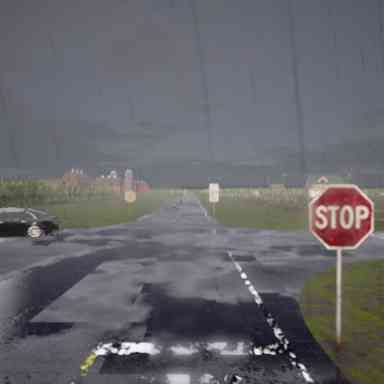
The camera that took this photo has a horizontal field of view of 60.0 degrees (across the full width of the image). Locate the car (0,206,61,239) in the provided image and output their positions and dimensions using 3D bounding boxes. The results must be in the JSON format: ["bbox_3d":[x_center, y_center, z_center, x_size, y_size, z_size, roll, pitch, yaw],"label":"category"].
[{"bbox_3d":[-9.178,1.533,16.624,4.892,1.490,1.837,0,7,-14],"label":"car"}]

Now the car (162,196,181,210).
[{"bbox_3d":[-2.709,1.524,42.541,1.837,1.490,4.892,0,0,0],"label":"car"}]
